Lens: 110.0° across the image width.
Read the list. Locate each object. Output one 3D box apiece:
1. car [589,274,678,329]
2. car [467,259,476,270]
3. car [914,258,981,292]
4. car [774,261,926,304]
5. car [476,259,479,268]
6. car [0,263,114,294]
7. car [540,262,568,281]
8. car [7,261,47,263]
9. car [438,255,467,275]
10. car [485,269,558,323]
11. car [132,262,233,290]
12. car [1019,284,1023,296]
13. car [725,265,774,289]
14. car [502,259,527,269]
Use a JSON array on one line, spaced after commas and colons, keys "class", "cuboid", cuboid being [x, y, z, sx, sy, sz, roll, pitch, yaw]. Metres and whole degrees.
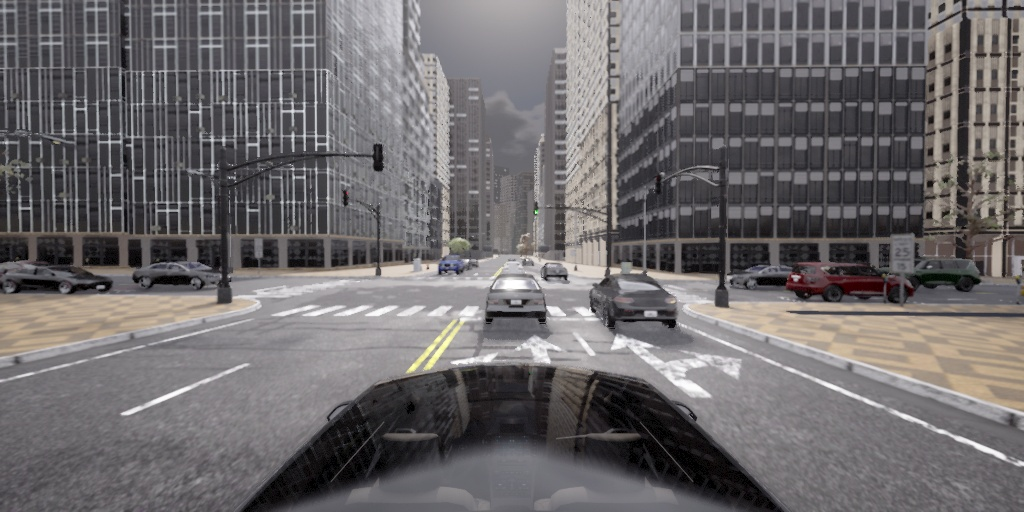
[{"class": "car", "cuboid": [3.574, 1.268, 11.138, 1.812, 1.442, 4.674, 0, 0, 4]}, {"class": "car", "cuboid": [-6.555, 1.166, 49.090, 2.128, 1.511, 4.902, 0, 0, 0]}, {"class": "car", "cuboid": [26.344, 1.162, 23.028, 5.566, 2.045, 2.150, 1, 1, 1]}, {"class": "car", "cuboid": [16.196, 1.264, 17.429, 5.009, 1.841, 2.192, 0, 0, 1]}, {"class": "car", "cuboid": [-6.490, 1.201, 59.395, 2.033, 1.411, 5.357, 0, 0, 0]}, {"class": "car", "cuboid": [-22.728, 1.168, 17.963, 4.313, 1.339, 1.948, 0, 0, 1]}, {"class": "car", "cuboid": [3.370, 1.231, 29.268, 2.033, 1.411, 5.357, 0, -1, 0]}, {"class": "car", "cuboid": [-27.892, 1.035, 20.775, 4.674, 1.442, 1.812, 1, 1, 1]}, {"class": "car", "cuboid": [-6.591, 0.914, 39.171, 2.150, 2.045, 5.566, 0, 0, 0]}, {"class": "car", "cuboid": [0.108, 1.306, 11.995, 2.033, 1.411, 5.357, 0, -1, 0]}, {"class": "car", "cuboid": [-18.796, 1.084, 20.588, 4.902, 1.511, 2.128, 1, 1, 1]}, {"class": "car", "cuboid": [27.645, 1.574, 17.230, 4.829, 1.417, 1.751, 0, 0, 1]}, {"class": "car", "cuboid": [16.451, 1.345, 23.203, 4.902, 1.511, 2.128, 1, 1, 1]}, {"class": "car", "cuboid": [0.114, 1.225, 32.115, 1.812, 1.442, 4.674, 0, 0, 0]}]
